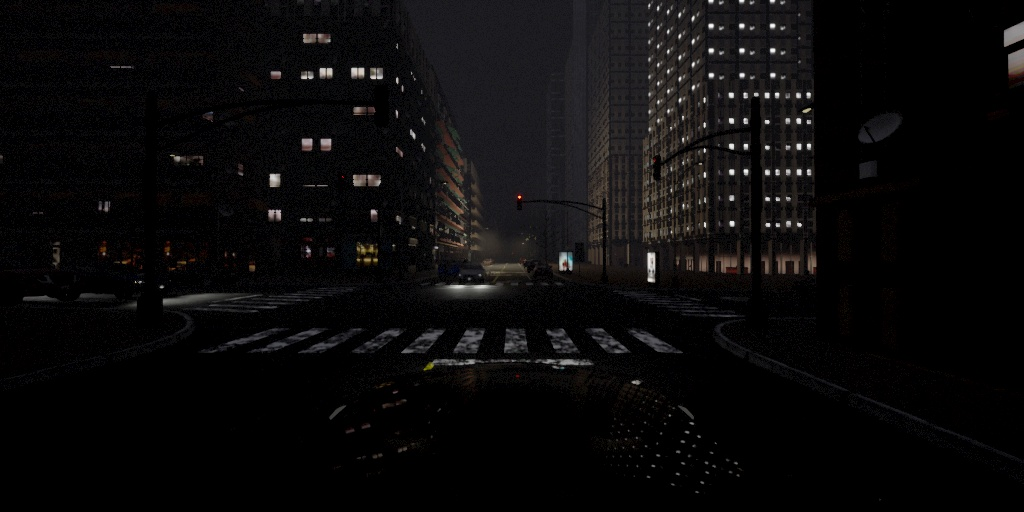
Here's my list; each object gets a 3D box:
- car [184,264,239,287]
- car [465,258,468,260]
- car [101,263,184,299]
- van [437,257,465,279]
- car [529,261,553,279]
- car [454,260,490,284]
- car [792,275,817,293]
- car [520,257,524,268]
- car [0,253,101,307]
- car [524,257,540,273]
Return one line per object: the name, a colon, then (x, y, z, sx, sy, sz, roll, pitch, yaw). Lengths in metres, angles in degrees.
car: (-18.745, 1.104, 21.370, 4.313, 1.339, 1.948, 0, 0, 0)
car: (-5.600, 1.079, 38.039, 2.192, 1.841, 5.009, 0, 0, 0)
car: (-17.582, 1.033, 15.610, 4.674, 1.442, 1.812, 1, 0, 0)
van: (-5.613, 1.102, 32.511, 1.690, 1.789, 3.998, 0, 0, 0)
car: (2.768, 1.343, 32.489, 1.802, 1.307, 4.207, 0, 0, 0)
car: (-2.936, 1.293, 27.068, 1.812, 1.442, 4.674, 0, 0, 0)
car: (19.443, 1.644, 21.679, 4.403, 1.370, 2.007, 0, 0, 0)
car: (2.836, 1.221, 60.127, 1.967, 1.591, 4.097, 0, 0, 0)
car: (-18.744, 0.784, 12.990, 5.009, 1.841, 2.192, 0, 0, 0)
car: (2.795, 1.208, 43.545, 1.967, 1.591, 4.097, 0, 0, 0)
